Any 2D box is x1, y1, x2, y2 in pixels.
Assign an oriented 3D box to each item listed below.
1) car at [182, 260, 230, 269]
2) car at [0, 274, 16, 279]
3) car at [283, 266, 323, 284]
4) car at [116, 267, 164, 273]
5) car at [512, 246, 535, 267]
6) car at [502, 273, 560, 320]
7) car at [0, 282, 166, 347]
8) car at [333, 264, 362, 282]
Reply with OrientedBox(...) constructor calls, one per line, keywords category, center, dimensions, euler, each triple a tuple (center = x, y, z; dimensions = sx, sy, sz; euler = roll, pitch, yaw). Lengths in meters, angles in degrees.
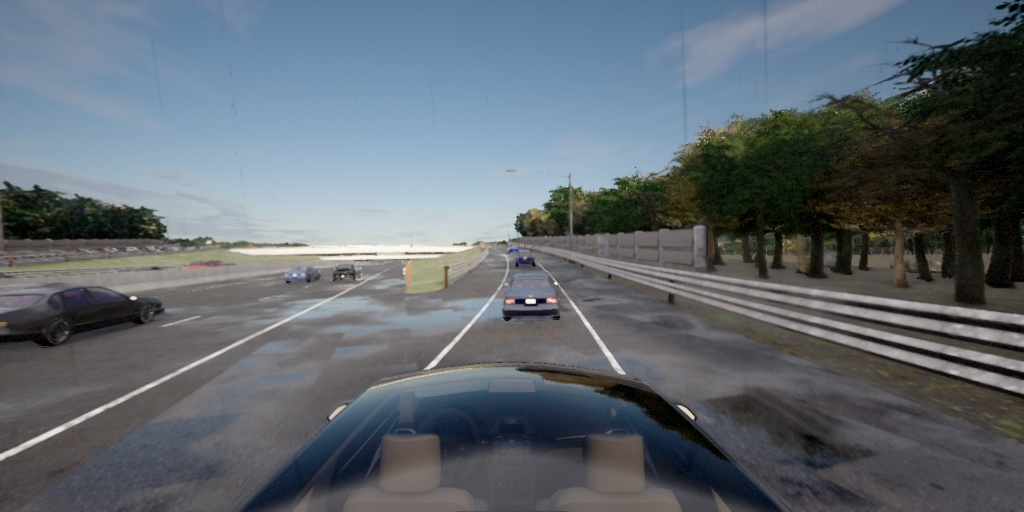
OrientedBox(category="car", center=(-35.407, 1.497, 41.179), dimensions=(2.150, 2.045, 5.566), euler=(-1, 0, -15))
OrientedBox(category="car", center=(-29.355, 1.783, 18.806), dimensions=(1.882, 1.535, 5.008), euler=(-1, 0, -15))
OrientedBox(category="car", center=(-17.939, 1.564, 30.949), dimensions=(2.033, 1.411, 5.357), euler=(-1, 0, -15))
OrientedBox(category="car", center=(-37.888, 1.854, 36.911), dimensions=(1.837, 1.490, 4.892), euler=(-1, 0, -15))
OrientedBox(category="car", center=(1.359, 0.136, 39.665), dimensions=(2.097, 1.767, 4.553), euler=(-1, 3, 0))
OrientedBox(category="car", center=(0.680, 1.314, 12.840), dimensions=(2.033, 1.411, 5.357), euler=(-1, 1, 3))
OrientedBox(category="car", center=(-12.223, 1.520, 9.762), dimensions=(2.033, 1.411, 5.357), euler=(-1, 0, -15))
OrientedBox(category="car", center=(-14.803, 1.457, 32.370), dimensions=(1.837, 1.490, 4.892), euler=(-1, 0, -15))
